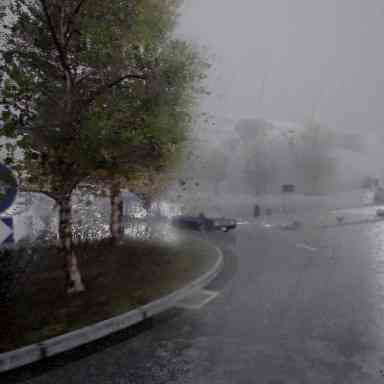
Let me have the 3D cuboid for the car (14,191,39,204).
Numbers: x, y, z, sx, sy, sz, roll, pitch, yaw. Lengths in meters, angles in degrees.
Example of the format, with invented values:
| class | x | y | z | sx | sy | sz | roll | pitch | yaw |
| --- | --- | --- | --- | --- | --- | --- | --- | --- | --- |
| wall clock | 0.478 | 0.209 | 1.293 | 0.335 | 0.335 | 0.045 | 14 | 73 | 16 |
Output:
| class | x | y | z | sx | sy | sz | roll | pitch | yaw |
| --- | --- | --- | --- | --- | --- | --- | --- | --- | --- |
| car | -26.910 | 1.172 | 51.682 | 4.674 | 1.452 | 2.002 | -3 | 4 | -31 |

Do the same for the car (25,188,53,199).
| class | x | y | z | sx | sy | sz | roll | pitch | yaw |
| --- | --- | --- | --- | --- | --- | --- | --- | --- | --- |
| car | -29.129 | 0.239 | 63.243 | 4.553 | 1.767 | 2.185 | -3 | 5 | -31 |

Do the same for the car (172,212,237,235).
| class | x | y | z | sx | sy | sz | roll | pitch | yaw |
| --- | --- | --- | --- | --- | --- | --- | --- | --- | --- |
| car | 0.621 | 1.909 | 21.277 | 1.895 | 1.301 | 4.718 | 0 | -1 | -34 |

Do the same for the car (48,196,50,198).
| class | x | y | z | sx | sy | sz | roll | pitch | yaw |
| --- | --- | --- | --- | --- | --- | --- | --- | --- | --- |
| car | -28.620 | 0.588 | 60.334 | 4.792 | 1.488 | 2.163 | -3 | 5 | -31 |

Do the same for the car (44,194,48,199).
| class | x | y | z | sx | sy | sz | roll | pitch | yaw |
| --- | --- | --- | --- | --- | --- | --- | --- | --- | --- |
| car | -28.009 | 0.622 | 57.463 | 4.553 | 1.767 | 2.185 | -3 | 5 | -31 |

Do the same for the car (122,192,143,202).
| class | x | y | z | sx | sy | sz | roll | pitch | yaw |
| --- | --- | --- | --- | --- | --- | --- | --- | --- | --- |
| car | -10.547 | 0.886 | 56.451 | 5.008 | 1.535 | 2.097 | -1 | 4 | -29 |

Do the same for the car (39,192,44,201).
| class | x | y | z | sx | sy | sz | roll | pitch | yaw |
| --- | --- | --- | --- | --- | --- | --- | --- | --- | --- |
| car | -27.449 | 0.968 | 54.588 | 4.792 | 1.488 | 2.163 | -3 | 4 | -31 |

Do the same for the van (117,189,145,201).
| class | x | y | z | sx | sy | sz | roll | pitch | yaw |
| --- | --- | --- | --- | --- | --- | --- | --- | --- | --- |
| van | -10.908 | 0.462 | 59.451 | 4.442 | 1.987 | 1.878 | -1 | 4 | -29 |
